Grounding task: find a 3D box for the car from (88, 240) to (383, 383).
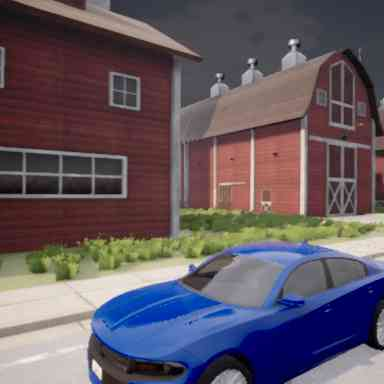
[{"bbox_3d":[1.100,1.510,4.749,5.008,1.535,1.882,1,0,-35],"label":"car"}]
